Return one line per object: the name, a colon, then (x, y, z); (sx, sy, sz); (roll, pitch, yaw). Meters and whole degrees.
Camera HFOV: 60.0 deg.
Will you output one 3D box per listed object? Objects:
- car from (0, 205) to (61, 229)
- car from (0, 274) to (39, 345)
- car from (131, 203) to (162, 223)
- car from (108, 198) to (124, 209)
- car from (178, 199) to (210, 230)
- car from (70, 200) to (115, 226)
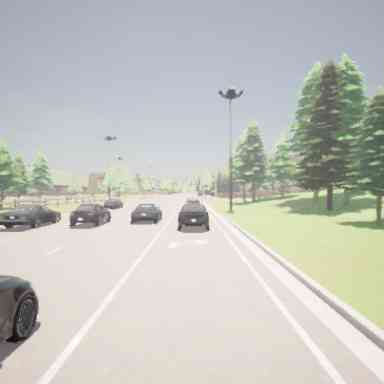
car: (-10.400, 1.535, 21.727); (2.033, 1.411, 5.357); (0, 0, 0)
car: (-3.401, 1.524, 3.486); (1.812, 1.442, 4.674); (0, 0, 0)
car: (-3.400, 1.549, 25.405); (1.994, 1.385, 4.181); (0, 0, 0)
car: (-10.399, 1.538, 44.191); (1.994, 1.385, 4.181); (0, 0, 0)
car: (0.099, 1.465, 21.250); (1.882, 1.535, 5.008); (0, 0, 0)
car: (-6.900, 1.513, 22.856); (1.812, 1.442, 4.674); (0, 0, 0)
